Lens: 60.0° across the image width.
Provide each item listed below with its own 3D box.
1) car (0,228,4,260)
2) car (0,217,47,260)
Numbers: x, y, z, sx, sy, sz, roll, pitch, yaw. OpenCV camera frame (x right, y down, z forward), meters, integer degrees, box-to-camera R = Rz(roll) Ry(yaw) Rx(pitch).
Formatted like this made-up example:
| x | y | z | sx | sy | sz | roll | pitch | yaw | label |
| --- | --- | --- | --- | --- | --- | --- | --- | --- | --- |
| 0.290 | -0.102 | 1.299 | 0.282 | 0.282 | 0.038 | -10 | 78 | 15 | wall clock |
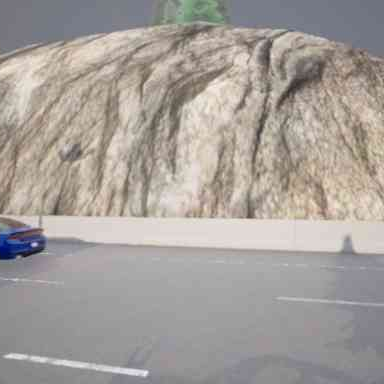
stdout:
| x | y | z | sx | sy | sz | roll | pitch | yaw | label |
| --- | --- | --- | --- | --- | --- | --- | --- | --- | --- |
| -6.902 | 1.625 | 7.616 | 4.181 | 1.385 | 1.994 | 0 | 0 | 14 | car |
| -7.486 | 1.561 | 11.365 | 5.008 | 1.535 | 1.882 | 0 | 0 | 14 | car |
